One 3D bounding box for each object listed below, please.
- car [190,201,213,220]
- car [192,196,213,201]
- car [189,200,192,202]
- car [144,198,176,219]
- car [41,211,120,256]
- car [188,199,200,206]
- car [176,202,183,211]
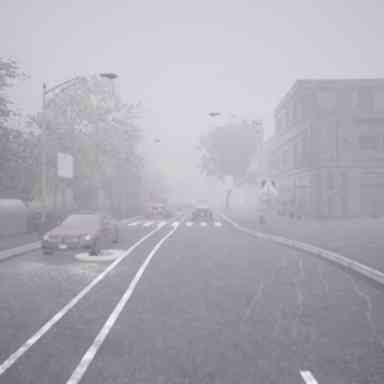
[{"bbox_3d":[0.981,1.816,30.893,1.812,1.442,4.674,0,-1,2],"label":"car"},{"bbox_3d":[1.578,1.936,49.336,2.150,2.045,5.566,0,-1,2],"label":"car"},{"bbox_3d":[-0.126,2.925,80.969,2.002,1.452,4.674,-2,1,6],"label":"car"},{"bbox_3d":[-3.247,1.559,32.975,2.150,2.045,5.566,0,-2,3],"label":"car"},{"bbox_3d":[-4.098,1.494,13.038,1.812,1.442,4.674,0,0,1],"label":"car"},{"bbox_3d":[0.577,2.731,87.070,2.097,1.535,5.008,1,2,11],"label":"car"},{"bbox_3d":[-2.467,2.293,52.785,2.128,1.511,4.902,0,-1,4],"label":"car"}]
